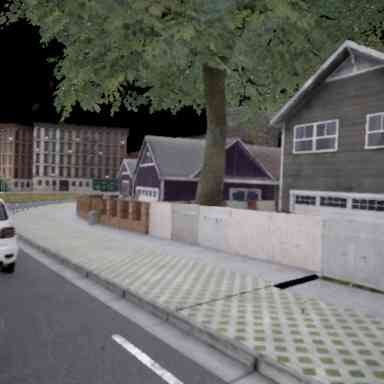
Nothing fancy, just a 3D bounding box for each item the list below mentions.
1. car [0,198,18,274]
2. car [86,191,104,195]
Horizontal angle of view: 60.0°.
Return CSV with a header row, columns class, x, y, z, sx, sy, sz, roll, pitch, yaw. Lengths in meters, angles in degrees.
class,x,y,z,sx,sy,sz,roll,pitch,yaw
car,-6.553,1.079,9.389,2.150,2.045,5.566,1,0,-39
car,-17.377,0.516,60.679,2.097,1.767,4.553,3,2,17
